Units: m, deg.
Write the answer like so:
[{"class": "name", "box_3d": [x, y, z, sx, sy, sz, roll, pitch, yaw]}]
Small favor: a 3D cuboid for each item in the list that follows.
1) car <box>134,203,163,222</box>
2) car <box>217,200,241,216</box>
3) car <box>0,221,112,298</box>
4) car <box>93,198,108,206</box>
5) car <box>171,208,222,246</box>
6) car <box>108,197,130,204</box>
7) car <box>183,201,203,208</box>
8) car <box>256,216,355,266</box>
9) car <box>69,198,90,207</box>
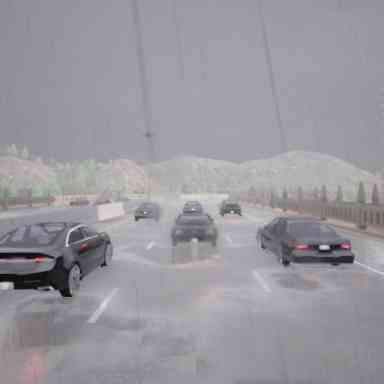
[{"class": "car", "box_3d": [-3.397, 1.558, 26.765, 2.033, 1.411, 5.357, 0, 0, 0]}, {"class": "car", "box_3d": [3.603, 1.518, 32.209, 1.837, 1.490, 4.892, 0, 0, 0]}, {"class": "car", "box_3d": [-3.399, 1.495, 8.486, 2.128, 1.511, 4.902, 0, 0, 0]}, {"class": "car", "box_3d": [-14.059, 1.584, 52.291, 1.994, 1.385, 4.181, 0, 0, 0]}, {"class": "car", "box_3d": [0.102, 1.607, 15.280, 1.895, 1.301, 4.718, 0, 0, 0]}, {"class": "car", "box_3d": [-10.570, 1.511, 49.981, 2.128, 1.511, 4.902, 0, 0, 0]}, {"class": "car", "box_3d": [0.103, 1.577, 32.799, 1.994, 1.385, 4.181, 0, 0, 0]}, {"class": "car", "box_3d": [3.602, 1.552, 11.557, 2.033, 1.411, 5.357, 0, 0, 0]}, {"class": "car", "box_3d": [-17.556, 1.621, 52.069, 1.895, 1.301, 4.718, 0, 0, 0]}]
